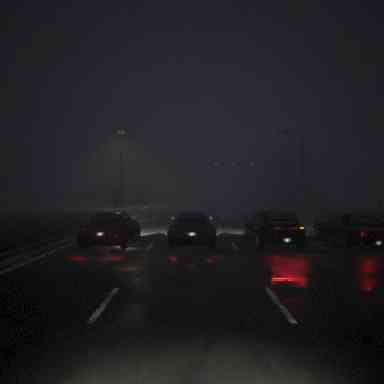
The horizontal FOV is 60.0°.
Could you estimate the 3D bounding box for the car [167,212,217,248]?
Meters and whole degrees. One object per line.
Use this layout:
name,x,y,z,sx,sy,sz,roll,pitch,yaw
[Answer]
car,0.000,1.571,14.650,1.994,1.385,4.181,0,0,0

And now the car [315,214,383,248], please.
car,7.000,1.615,14.680,1.895,1.301,4.718,0,0,0

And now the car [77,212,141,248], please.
car,-3.500,1.571,14.650,1.994,1.385,4.181,0,0,0

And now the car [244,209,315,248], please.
car,3.500,1.515,14.650,1.837,1.490,4.892,0,0,0
